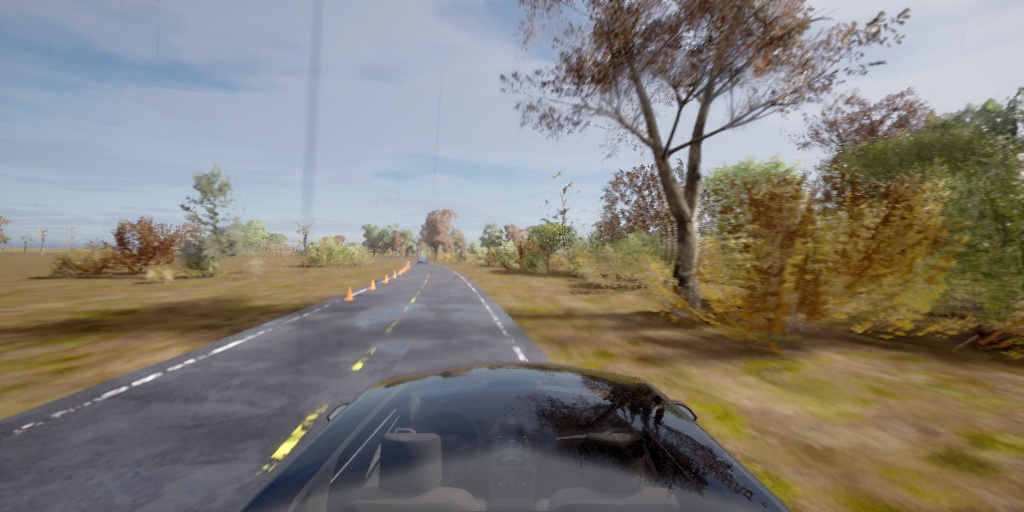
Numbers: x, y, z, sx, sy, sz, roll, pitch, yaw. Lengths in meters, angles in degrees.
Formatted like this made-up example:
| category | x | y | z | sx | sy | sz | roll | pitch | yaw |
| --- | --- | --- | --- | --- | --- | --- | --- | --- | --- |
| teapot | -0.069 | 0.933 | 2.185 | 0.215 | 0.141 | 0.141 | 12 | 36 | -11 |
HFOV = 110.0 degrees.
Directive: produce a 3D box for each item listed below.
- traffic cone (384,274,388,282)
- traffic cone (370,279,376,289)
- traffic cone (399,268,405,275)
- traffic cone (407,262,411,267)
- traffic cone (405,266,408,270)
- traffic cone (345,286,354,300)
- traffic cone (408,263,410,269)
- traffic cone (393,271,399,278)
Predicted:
| category | x | y | z | sx | sy | sz | roll | pitch | yaw |
| --- | --- | --- | --- | --- | --- | --- | --- | --- | --- |
| traffic cone | -8.852 | 1.558 | 25.207 | 0.340 | 0.580 | 0.340 | 0 | 0 | -11 |
| traffic cone | -7.899 | 1.573 | 20.326 | 0.340 | 0.580 | 0.340 | 0 | 0 | -11 |
| traffic cone | -10.905 | 1.526 | 34.938 | 0.340 | 0.580 | 0.340 | 0 | 0 | -13 |
| traffic cone | -14.354 | 1.473 | 49.451 | 0.340 | 0.580 | 0.340 | 0 | 0 | -14 |
| traffic cone | -12.005 | 1.509 | 39.788 | 0.340 | 0.580 | 0.340 | 0 | 0 | -13 |
| traffic cone | -6.996 | 1.587 | 15.437 | 0.340 | 0.580 | 0.340 | 0 | 0 | -10 |
| traffic cone | -13.155 | 1.491 | 44.625 | 0.340 | 0.580 | 0.340 | 0 | 0 | -14 |
| traffic cone | -9.853 | 1.542 | 30.078 | 0.340 | 0.580 | 0.340 | 0 | 0 | -12 |
